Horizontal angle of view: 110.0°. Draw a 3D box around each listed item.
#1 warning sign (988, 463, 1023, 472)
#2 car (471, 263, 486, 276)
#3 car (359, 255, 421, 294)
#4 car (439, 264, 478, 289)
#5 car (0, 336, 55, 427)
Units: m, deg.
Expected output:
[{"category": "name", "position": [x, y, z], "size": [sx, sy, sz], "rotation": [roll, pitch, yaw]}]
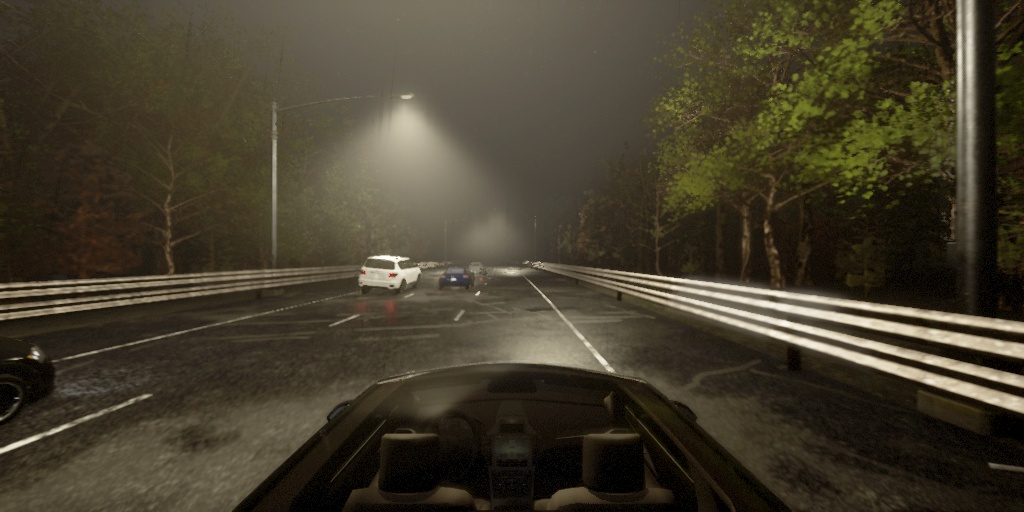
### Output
[{"category": "warning sign", "position": [4.551, 0.868, 2.567], "size": [1.300, 1.860, 1.060], "rotation": [0, 0, 0]}, {"category": "car", "position": [-3.928, 1.462, 39.951], "size": [1.812, 1.442, 4.674], "rotation": [0, 0, -1]}, {"category": "car", "position": [-7.012, 0.982, 21.243], "size": [2.150, 2.045, 5.566], "rotation": [6, 2, 0]}, {"category": "car", "position": [-3.597, 1.413, 23.998], "size": [1.994, 1.385, 4.181], "rotation": [0, 0, -1]}, {"category": "car", "position": [-6.845, 1.196, 2.827], "size": [1.994, 1.385, 4.181], "rotation": [11, 1, 0]}]
